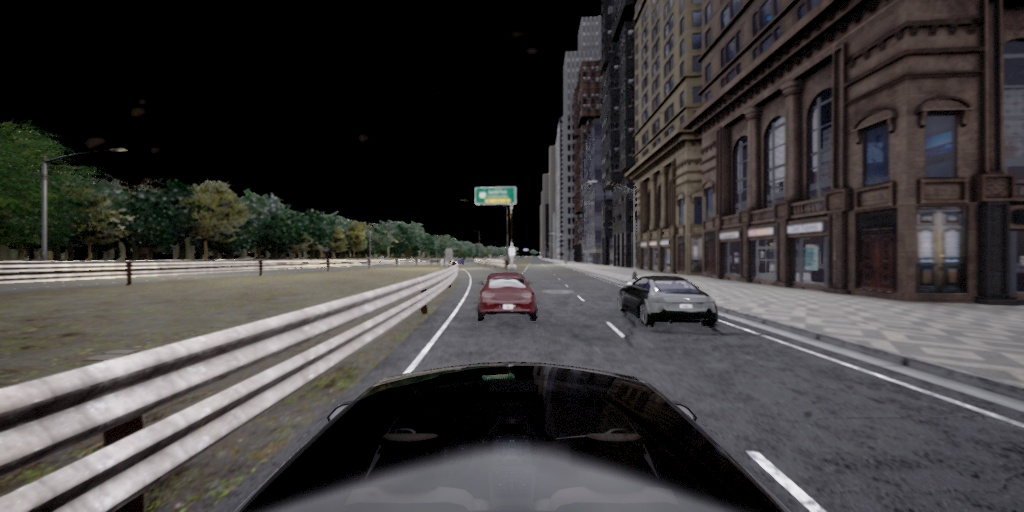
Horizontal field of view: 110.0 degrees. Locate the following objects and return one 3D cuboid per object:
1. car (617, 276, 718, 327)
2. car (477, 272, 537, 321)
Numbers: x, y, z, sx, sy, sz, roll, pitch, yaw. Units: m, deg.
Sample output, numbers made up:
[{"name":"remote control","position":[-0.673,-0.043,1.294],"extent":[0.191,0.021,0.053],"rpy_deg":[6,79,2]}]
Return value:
[{"name":"car","position":[4.781,1.319,11.594],"extent":[1.994,1.385,4.181],"rpy_deg":[0,0,4]},{"name":"car","position":[-0.216,1.287,12.462],"extent":[1.812,1.442,4.674],"rpy_deg":[0,0,-3]}]
